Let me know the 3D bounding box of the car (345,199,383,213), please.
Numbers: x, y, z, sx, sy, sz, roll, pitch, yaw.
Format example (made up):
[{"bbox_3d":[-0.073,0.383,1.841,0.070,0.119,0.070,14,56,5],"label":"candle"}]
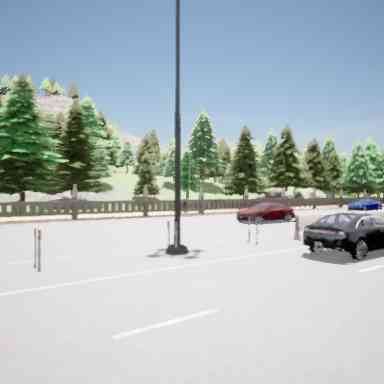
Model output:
[{"bbox_3d":[20.354,1.580,39.147,5.008,1.535,1.882,0,0,-34],"label":"car"}]

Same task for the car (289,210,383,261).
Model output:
[{"bbox_3d":[6.205,1.525,12.458,4.902,1.511,2.128,0,0,-35],"label":"car"}]

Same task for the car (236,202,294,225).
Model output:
[{"bbox_3d":[5.539,1.533,24.991,5.008,1.535,1.882,0,0,-34],"label":"car"}]
